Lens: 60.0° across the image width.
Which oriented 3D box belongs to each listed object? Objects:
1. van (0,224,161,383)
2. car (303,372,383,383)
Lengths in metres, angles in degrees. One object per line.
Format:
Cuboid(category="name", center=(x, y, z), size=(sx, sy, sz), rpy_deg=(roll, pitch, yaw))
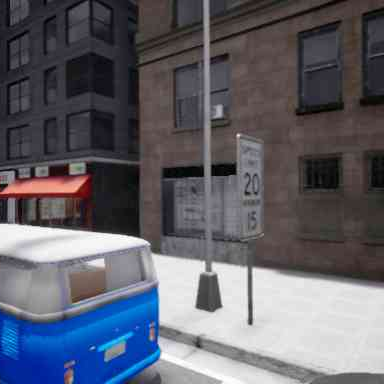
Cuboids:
Cuboid(category="van", center=(-2.281, 1.385, 4.437), size=(3.998, 1.788, 1.690), rpy_deg=(-1, 0, 36))
Cuboid(category="car", center=(2.345, 1.537, 1.135), size=(4.403, 1.369, 2.008), rpy_deg=(-1, 0, 36))
